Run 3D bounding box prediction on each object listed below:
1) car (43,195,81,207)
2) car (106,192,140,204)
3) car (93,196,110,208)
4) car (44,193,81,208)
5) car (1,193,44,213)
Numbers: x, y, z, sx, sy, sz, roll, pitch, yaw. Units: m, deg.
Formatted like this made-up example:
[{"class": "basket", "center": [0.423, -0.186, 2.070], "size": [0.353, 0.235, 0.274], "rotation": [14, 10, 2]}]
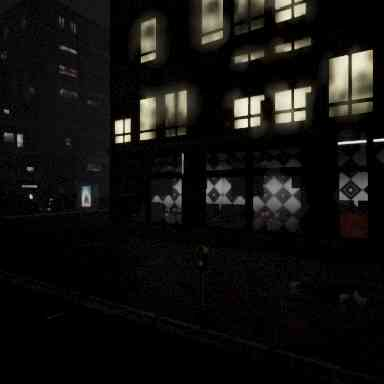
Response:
[{"class": "car", "center": [-16.722, 1.074, 42.944], "size": [1.802, 1.307, 4.206], "rotation": [1, 2, 35]}, {"class": "car", "center": [-9.913, 0.847, 48.185], "size": [1.837, 1.490, 4.892], "rotation": [0, 1, 35]}, {"class": "car", "center": [-9.815, 1.072, 38.199], "size": [1.947, 1.339, 4.313], "rotation": [1, 2, 35]}, {"class": "car", "center": [-15.654, 0.883, 39.974], "size": [2.097, 1.767, 4.553], "rotation": [0, 1, 35]}, {"class": "car", "center": [-16.164, 1.029, 29.096], "size": [2.192, 1.841, 5.009], "rotation": [1, 2, 35]}]
